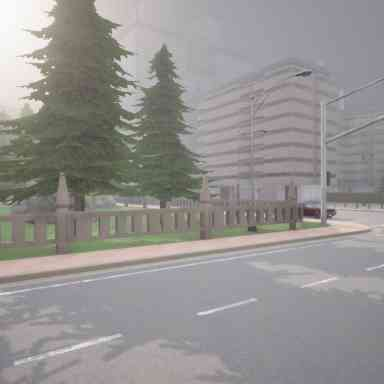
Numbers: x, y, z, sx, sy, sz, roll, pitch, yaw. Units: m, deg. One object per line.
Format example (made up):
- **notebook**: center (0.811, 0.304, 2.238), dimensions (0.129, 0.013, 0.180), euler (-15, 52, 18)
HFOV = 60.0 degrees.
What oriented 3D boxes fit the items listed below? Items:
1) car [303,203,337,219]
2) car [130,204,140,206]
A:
- **car**: center (10.103, 1.601, 29.056), dimensions (1.895, 1.301, 4.718), euler (0, 0, -34)
- **car**: center (-8.912, 1.507, 56.075), dimensions (1.837, 1.490, 4.892), euler (0, -1, -35)
